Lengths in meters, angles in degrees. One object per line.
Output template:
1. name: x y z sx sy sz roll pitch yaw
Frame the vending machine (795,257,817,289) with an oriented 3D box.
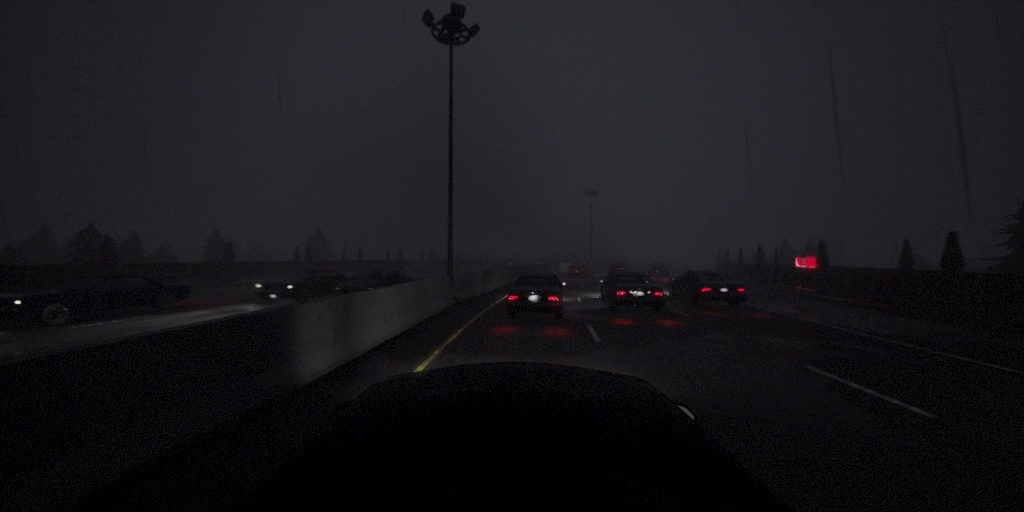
1. vending machine: 17.575 1.022 21.339 1.100 2.100 0.880 0 0 15

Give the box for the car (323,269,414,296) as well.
1. car: -5.843 1.288 15.675 1.994 1.385 4.181 0 0 9

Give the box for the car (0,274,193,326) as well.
1. car: -13.436 1.292 11.593 1.895 1.301 4.718 0 0 6

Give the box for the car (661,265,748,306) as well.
1. car: 8.485 1.334 16.035 2.033 1.411 5.357 0 0 11

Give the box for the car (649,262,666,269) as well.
1. car: 15.497 1.342 37.803 1.812 1.442 4.674 0 0 25

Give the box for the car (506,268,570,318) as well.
1. car: 0.962 1.302 13.112 2.033 1.411 5.357 0 0 8

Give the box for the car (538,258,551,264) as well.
1. car: 5.834 1.126 56.718 2.097 1.767 4.553 0 0 32

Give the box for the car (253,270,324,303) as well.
1. car: -9.287 1.310 16.609 1.895 1.301 4.718 0 0 9

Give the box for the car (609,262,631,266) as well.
1. car: 10.569 1.300 35.258 1.837 1.490 4.892 0 0 22

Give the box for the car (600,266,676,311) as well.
1. car: 4.701 1.318 14.570 2.033 1.411 5.357 0 0 9

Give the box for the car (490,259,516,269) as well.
1. car: -1.244 1.221 51.553 1.882 1.535 5.008 0 0 29

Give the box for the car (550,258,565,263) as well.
1. car: 8.018 1.288 53.638 1.837 1.490 4.892 0 0 32

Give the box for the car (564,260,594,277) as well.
1. car: 6.894 1.257 35.504 1.882 1.535 5.008 0 0 21
